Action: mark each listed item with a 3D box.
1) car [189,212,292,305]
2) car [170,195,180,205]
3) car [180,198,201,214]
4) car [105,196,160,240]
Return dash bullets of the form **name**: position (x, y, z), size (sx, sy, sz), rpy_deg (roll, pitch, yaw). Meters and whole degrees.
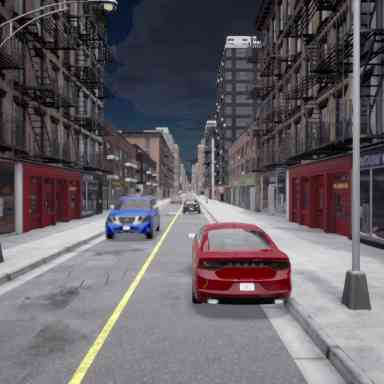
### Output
- **car**: position (0.939, 1.478, 8.189), size (1.882, 1.535, 5.008), rpy_deg (0, 0, 0)
- **car**: position (-2.928, 1.406, 60.554), size (2.097, 1.767, 4.553), rpy_deg (0, 0, 0)
- **car**: position (-0.035, 1.545, 35.655), size (1.812, 1.442, 4.674), rpy_deg (0, 0, 0)
- **car**: position (-2.900, 1.224, 17.406), size (2.150, 2.045, 5.566), rpy_deg (0, 0, 0)
